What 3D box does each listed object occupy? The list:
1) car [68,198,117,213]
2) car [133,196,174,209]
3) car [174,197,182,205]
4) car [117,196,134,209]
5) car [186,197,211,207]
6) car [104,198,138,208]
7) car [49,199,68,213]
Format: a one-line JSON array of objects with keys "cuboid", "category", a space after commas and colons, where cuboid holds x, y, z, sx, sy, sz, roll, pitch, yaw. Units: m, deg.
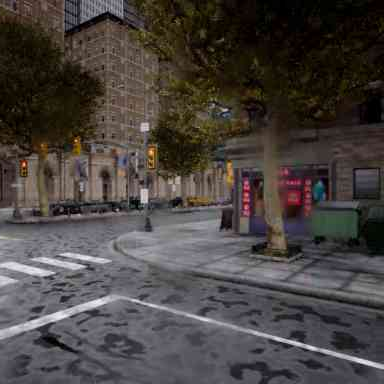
[{"cuboid": [-10.694, 1.564, 35.904, 1.994, 1.385, 4.181, 0, 0, 36], "category": "car"}, {"cuboid": [-4.965, 1.505, 43.832, 1.837, 1.490, 4.892, 0, 0, 36], "category": "car"}, {"cuboid": [-1.816, 1.478, 54.147, 1.882, 1.535, 5.008, 0, 0, 36], "category": "car"}, {"cuboid": [-7.932, 1.352, 45.703, 2.097, 1.767, 4.553, 0, 0, 36], "category": "car"}, {"cuboid": [1.041, 1.478, 52.120, 1.882, 1.535, 5.008, 0, 0, 36], "category": "car"}, {"cuboid": [-10.206, 1.595, 47.937, 1.895, 1.301, 4.718, 0, 0, 36], "category": "car"}, {"cuboid": [-13.876, 1.505, 37.477, 1.837, 1.490, 4.892, 0, 0, 36], "category": "car"}]
